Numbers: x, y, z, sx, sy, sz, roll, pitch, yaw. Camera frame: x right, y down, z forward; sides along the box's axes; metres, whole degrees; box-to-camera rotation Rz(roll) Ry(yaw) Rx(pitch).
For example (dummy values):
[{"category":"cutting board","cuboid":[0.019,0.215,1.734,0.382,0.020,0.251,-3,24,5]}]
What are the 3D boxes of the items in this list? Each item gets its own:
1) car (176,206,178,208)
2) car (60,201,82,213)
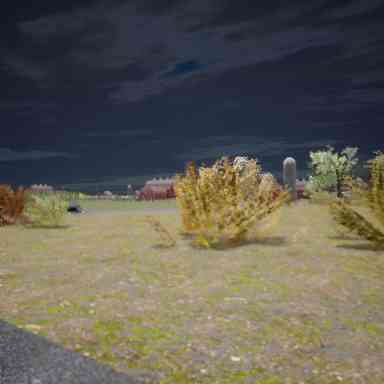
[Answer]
[{"category":"car","cuboid":[-1.160,2.347,67.576,2.097,1.767,4.553,-2,-2,36]},{"category":"car","cuboid":[-17.358,2.050,45.261,2.097,1.767,4.553,-2,-2,36]}]
